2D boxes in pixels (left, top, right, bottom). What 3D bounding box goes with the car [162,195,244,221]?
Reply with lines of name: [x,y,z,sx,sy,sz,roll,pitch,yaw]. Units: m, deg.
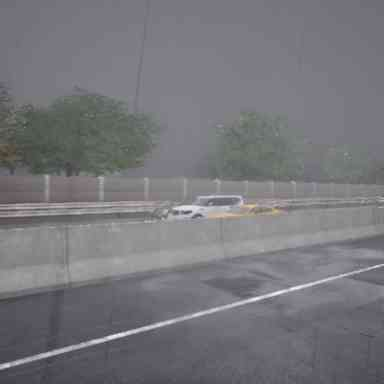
car: [1.173,1.237,21.899,5.566,2.045,2.150,0,0,-35]

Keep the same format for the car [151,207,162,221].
car: [-0.809,1.381,24.784,4.553,1.767,2.097,0,0,-35]

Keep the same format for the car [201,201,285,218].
car: [3.229,1.458,19.066,5.008,1.535,1.882,0,0,-35]
